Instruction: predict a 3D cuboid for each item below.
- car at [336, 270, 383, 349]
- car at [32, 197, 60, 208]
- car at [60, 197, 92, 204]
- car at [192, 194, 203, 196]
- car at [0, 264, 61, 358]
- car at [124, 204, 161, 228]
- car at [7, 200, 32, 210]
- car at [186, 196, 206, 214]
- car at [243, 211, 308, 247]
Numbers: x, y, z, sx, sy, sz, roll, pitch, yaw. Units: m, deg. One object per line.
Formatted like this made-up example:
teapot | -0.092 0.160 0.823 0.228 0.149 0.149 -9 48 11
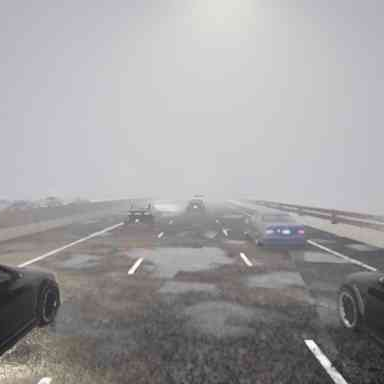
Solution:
car | 3.506 1.564 4.159 1.994 1.385 4.181 0 0 0
car | -17.009 1.214 40.200 1.812 1.442 4.674 0 0 1
car | -13.510 1.367 40.116 2.128 1.511 4.902 0 0 1
car | 0.937 1.292 52.348 2.150 2.045 5.566 0 0 2
car | -3.384 1.564 4.386 1.994 1.385 4.181 0 0 0
car | -3.233 1.508 22.212 2.128 1.511 4.902 0 0 1
car | -20.508 1.601 40.283 1.994 1.385 4.181 0 0 1
car | 0.415 1.536 35.638 2.163 1.488 4.792 0 0 1
car | 3.575 1.557 15.082 2.033 1.411 5.357 0 0 1
